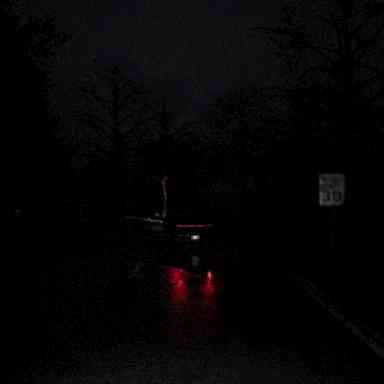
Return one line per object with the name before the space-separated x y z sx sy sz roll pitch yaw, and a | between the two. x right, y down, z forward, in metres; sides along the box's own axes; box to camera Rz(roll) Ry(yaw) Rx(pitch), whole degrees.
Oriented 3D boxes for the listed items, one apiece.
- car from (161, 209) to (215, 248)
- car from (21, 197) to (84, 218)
car | -0.293 1.504 14.918 2.128 1.511 4.902 0 0 -10
car | -11.141 1.166 26.606 5.008 1.535 1.882 2 -1 14
